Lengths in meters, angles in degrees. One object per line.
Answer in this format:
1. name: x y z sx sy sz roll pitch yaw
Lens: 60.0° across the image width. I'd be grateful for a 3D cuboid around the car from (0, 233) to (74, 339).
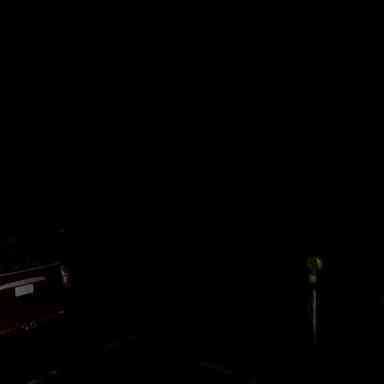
1. car: -3.995 1.440 5.928 4.097 1.590 1.967 0 0 36
